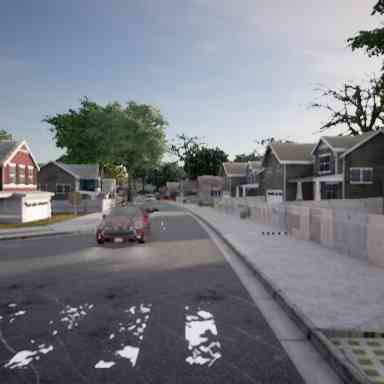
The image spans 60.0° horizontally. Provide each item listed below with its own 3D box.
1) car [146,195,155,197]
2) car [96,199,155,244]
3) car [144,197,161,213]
[{"bbox_3d":[-8.242,1.568,65.669,2.150,2.045,5.566,0,0,-9],"label":"car"},{"bbox_3d":[-3.140,1.414,16.064,2.097,1.767,4.553,0,0,-2],"label":"car"},{"bbox_3d":[-4.968,1.769,40.989,1.837,1.490,4.892,0,0,-6],"label":"car"}]
